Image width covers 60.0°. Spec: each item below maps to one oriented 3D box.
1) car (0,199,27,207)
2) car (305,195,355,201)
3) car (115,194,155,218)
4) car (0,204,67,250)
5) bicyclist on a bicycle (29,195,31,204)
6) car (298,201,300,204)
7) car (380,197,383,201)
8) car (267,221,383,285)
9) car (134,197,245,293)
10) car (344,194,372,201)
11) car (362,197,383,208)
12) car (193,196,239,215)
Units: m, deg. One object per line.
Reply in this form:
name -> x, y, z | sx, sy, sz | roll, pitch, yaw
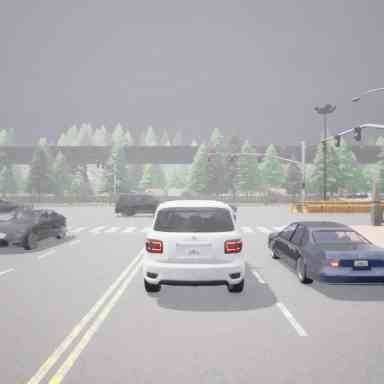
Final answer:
car -> -18.522, 1.505, 33.734 | 4.892, 1.490, 1.837 | 0, 0, 0
car -> 16.677, 1.491, 40.734 | 4.902, 1.511, 2.128 | 0, 0, 0
car -> -4.178, 1.220, 30.152 | 5.566, 2.045, 2.150 | 0, 0, 0
car -> -6.991, 1.491, 14.279 | 2.128, 1.511, 4.902 | 0, 0, 0
bicyclist on a bicycle -> -27.009, 1.300, 55.766 | 0.582, 1.620, 1.656 | 0, 0, 0
car -> 17.834, 1.477, 47.728 | 5.008, 1.535, 1.882 | 0, 0, 0
car -> 26.180, 1.477, 40.687 | 5.008, 1.535, 1.882 | 0, 0, 0
car -> 3.577, 1.547, 9.506 | 2.033, 1.411, 5.357 | 0, 0, 0
car -> 0.068, 1.221, 9.018 | 2.150, 2.045, 5.566 | 0, 0, 1
car -> 21.120, 1.221, 44.210 | 5.566, 2.045, 2.150 | 0, 0, 0
car -> 27.327, 1.505, 47.680 | 4.892, 1.490, 1.837 | 0, 0, 0
car -> 2.379, 1.352, 33.614 | 4.553, 1.767, 2.097 | 0, 0, 0
